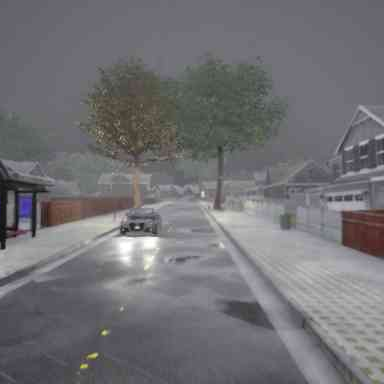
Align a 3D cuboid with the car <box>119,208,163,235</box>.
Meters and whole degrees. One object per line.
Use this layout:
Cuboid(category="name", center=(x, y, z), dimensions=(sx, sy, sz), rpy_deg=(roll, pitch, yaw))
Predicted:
Cuboid(category="car", center=(-2.796, 1.633, 18.989), dimensions=(1.994, 1.385, 4.181), rpy_deg=(0, 0, 0))
